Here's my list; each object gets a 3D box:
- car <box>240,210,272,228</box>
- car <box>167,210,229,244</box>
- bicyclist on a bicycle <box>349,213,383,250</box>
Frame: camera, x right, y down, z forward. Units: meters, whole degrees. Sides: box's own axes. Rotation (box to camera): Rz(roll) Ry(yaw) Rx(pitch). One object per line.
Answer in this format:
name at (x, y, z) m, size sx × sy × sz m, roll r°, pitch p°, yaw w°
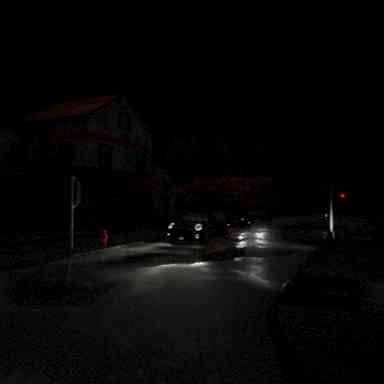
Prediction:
car at (5.701, 2.283, 29.167) m, size 1.812 × 1.442 × 4.674 m, roll 0°, pitch -1°, yaw 27°
car at (0.453, 1.808, 18.690) m, size 2.097 × 1.767 × 4.553 m, roll 0°, pitch -2°, yaw 27°
bicyclist on a bicycle at (8.037, 1.797, 15.089) m, size 1.656 × 1.620 × 0.582 m, roll 0°, pitch -2°, yaw 26°
